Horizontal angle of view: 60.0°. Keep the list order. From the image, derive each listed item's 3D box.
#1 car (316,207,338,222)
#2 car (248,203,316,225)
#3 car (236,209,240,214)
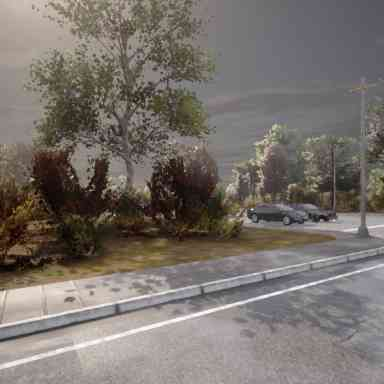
[{"bbox_3d":[8.988,1.640,27.145,2.033,1.411,5.357,0,-1,-39],"label":"car"},{"bbox_3d":[6.328,1.596,24.820,1.837,1.490,4.892,0,-1,-39],"label":"car"},{"bbox_3d":[2.361,1.468,34.888,2.150,2.045,5.566,0,-1,-43],"label":"car"}]
